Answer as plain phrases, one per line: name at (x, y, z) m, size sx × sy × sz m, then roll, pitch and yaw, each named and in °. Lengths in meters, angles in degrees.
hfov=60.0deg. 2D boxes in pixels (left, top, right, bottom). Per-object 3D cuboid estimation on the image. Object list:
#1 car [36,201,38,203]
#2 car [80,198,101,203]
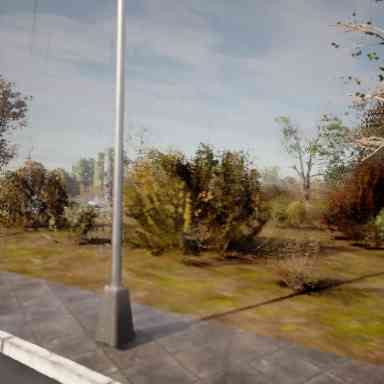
car at (-18.615, 1.430, 43.919) m, size 2.033 × 1.411 × 5.357 m, roll 2°, pitch -2°, yaw 18°
car at (-15.368, 1.839, 53.694) m, size 1.812 × 1.442 × 4.674 m, roll 2°, pitch -2°, yaw 18°
